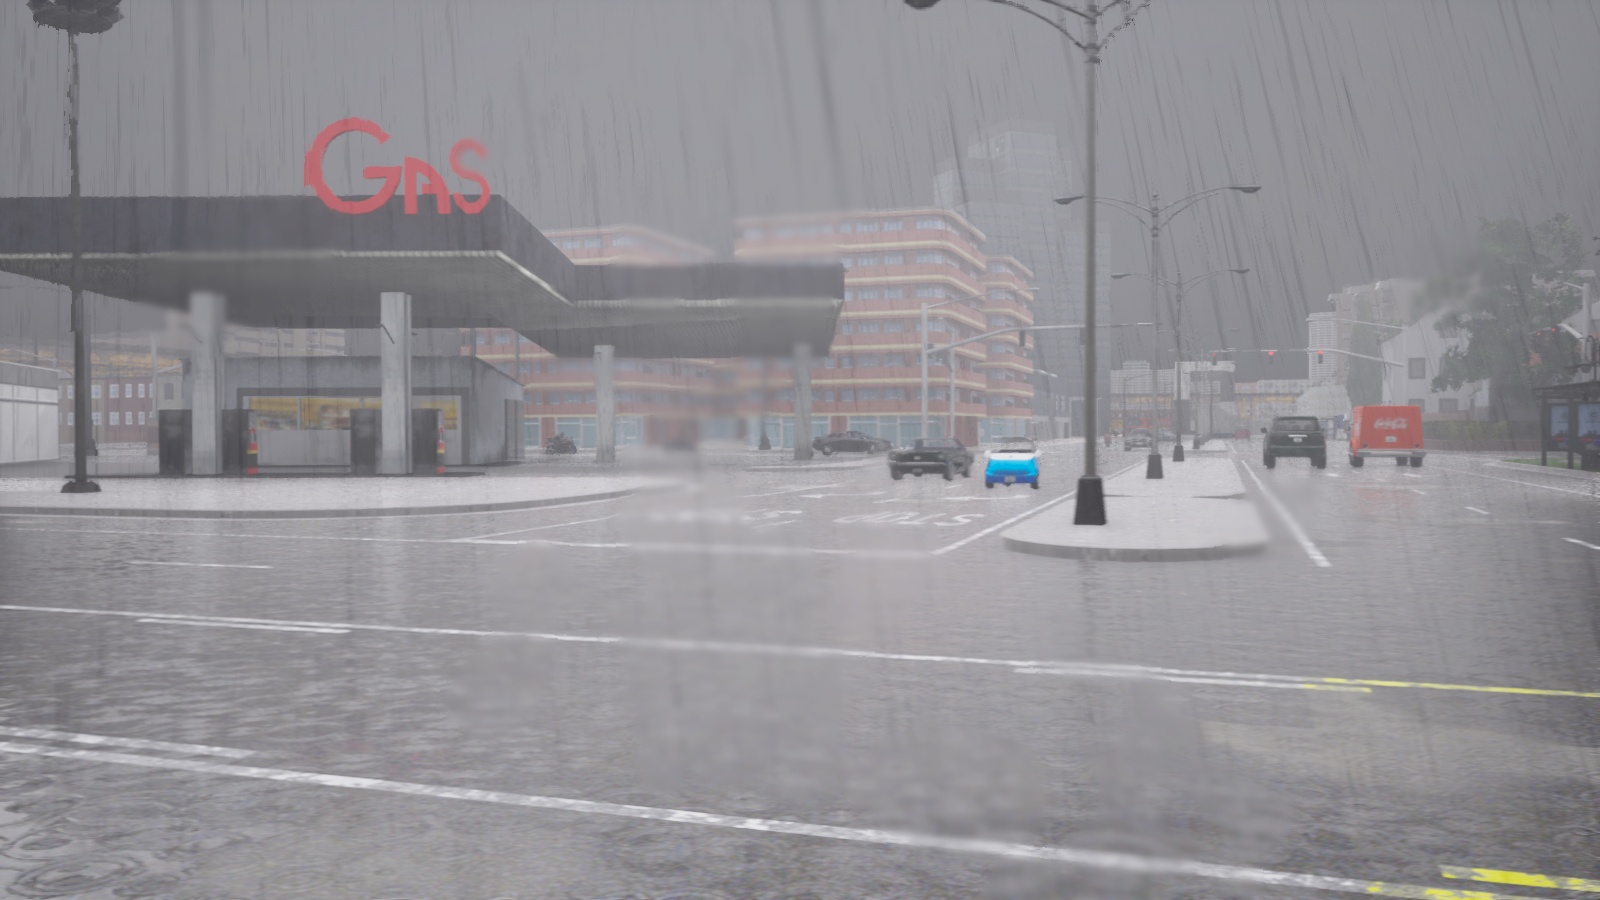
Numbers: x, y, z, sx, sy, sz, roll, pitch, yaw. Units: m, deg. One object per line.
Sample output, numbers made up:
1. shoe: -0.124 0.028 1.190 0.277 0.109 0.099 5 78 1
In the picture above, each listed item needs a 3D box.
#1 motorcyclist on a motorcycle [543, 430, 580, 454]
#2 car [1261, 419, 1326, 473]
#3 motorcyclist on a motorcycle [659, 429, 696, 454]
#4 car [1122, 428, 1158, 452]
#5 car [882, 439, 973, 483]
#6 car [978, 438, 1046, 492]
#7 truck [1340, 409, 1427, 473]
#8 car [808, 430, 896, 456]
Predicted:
1. motorcyclist on a motorcycle: -15.466 -0.501 81.435 2.191 1.530 0.866 1 1 17
2. car: 19.762 -0.189 50.493 2.150 2.045 5.566 1 1 18
3. motorcyclist on a motorcycle: -8.074 -0.579 82.780 2.350 1.649 0.766 0 1 17
4. car: 24.166 -0.731 89.120 2.152 1.651 5.027 1 1 18
5. car: 4.143 0.303 39.967 1.895 1.301 4.718 1 1 18
6. car: 5.673 0.367 33.473 1.481 1.376 2.207 1 1 18
7. truck: 23.694 -0.393 51.221 2.627 2.467 5.204 1 1 18
8. car: 3.129 -0.415 75.559 4.902 1.511 2.128 0 1 17
